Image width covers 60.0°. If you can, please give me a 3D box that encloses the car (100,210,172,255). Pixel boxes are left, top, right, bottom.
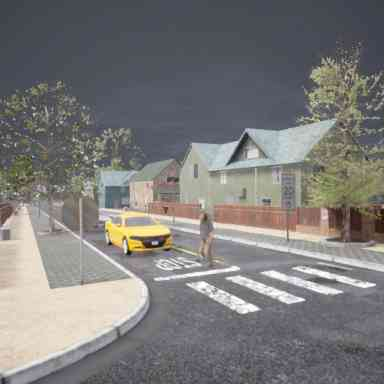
[{"bbox_3d":[-2.534,1.719,14.882,1.882,1.535,5.008,-1,-1,-27],"label":"car"}]

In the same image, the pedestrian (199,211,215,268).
[{"bbox_3d":[0.443,1.432,10.264,0.375,1.860,0.375,-2,1,-27],"label":"pedestrian"}]

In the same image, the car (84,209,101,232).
[{"bbox_3d":[-6.998,1.940,23.706,1.812,1.442,4.674,-1,-1,-27],"label":"car"}]
